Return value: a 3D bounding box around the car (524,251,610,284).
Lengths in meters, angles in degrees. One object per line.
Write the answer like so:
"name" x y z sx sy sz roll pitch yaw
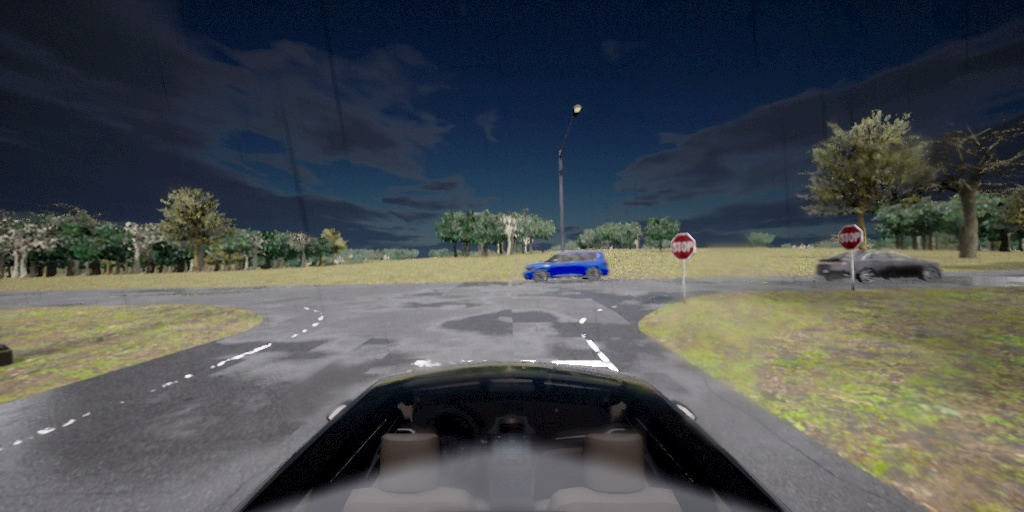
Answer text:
"car" 3.528 0.750 23.479 5.566 2.045 2.150 -2 -1 -1

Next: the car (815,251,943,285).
"car" 17.031 0.507 16.733 4.902 1.511 2.128 -1 -2 -1
